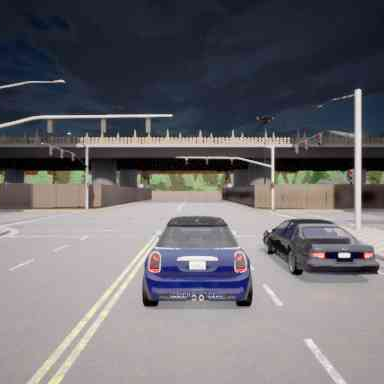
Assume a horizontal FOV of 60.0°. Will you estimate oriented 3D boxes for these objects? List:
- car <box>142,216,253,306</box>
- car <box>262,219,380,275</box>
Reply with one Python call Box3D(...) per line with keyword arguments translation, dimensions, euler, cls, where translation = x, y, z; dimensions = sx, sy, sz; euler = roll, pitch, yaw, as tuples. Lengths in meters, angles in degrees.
Box3D(translation=(0.104, 1.352, 8.159), dimensions=(2.097, 1.767, 4.553), euler=(0, 0, 0), cls="car")
Box3D(translation=(3.605, 1.547, 10.378), dimensions=(2.033, 1.411, 5.357), euler=(0, 0, 0), cls="car")
